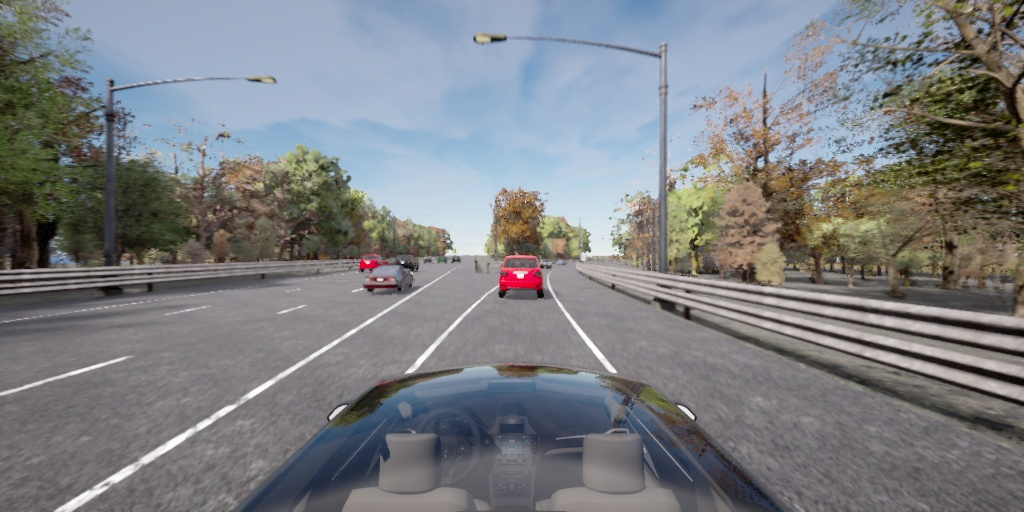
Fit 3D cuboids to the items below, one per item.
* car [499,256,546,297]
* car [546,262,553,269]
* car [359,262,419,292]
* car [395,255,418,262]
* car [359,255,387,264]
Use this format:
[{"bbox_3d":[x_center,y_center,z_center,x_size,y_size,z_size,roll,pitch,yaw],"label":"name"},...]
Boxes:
[{"bbox_3d":[0.550,1.010,19.282,2.150,2.045,5.566,0,0,3],"label":"car"},{"bbox_3d":[6.089,1.634,63.241,1.895,1.301,4.718,0,0,11],"label":"car"},{"bbox_3d":[-6.939,1.255,20.631,2.033,1.411,5.357,0,0,-6],"label":"car"},{"bbox_3d":[-12.790,0.892,43.695,2.150,2.045,5.566,0,0,-6],"label":"car"},{"bbox_3d":[-16.144,0.875,42.074,2.150,2.045,5.566,0,0,-6],"label":"car"}]
